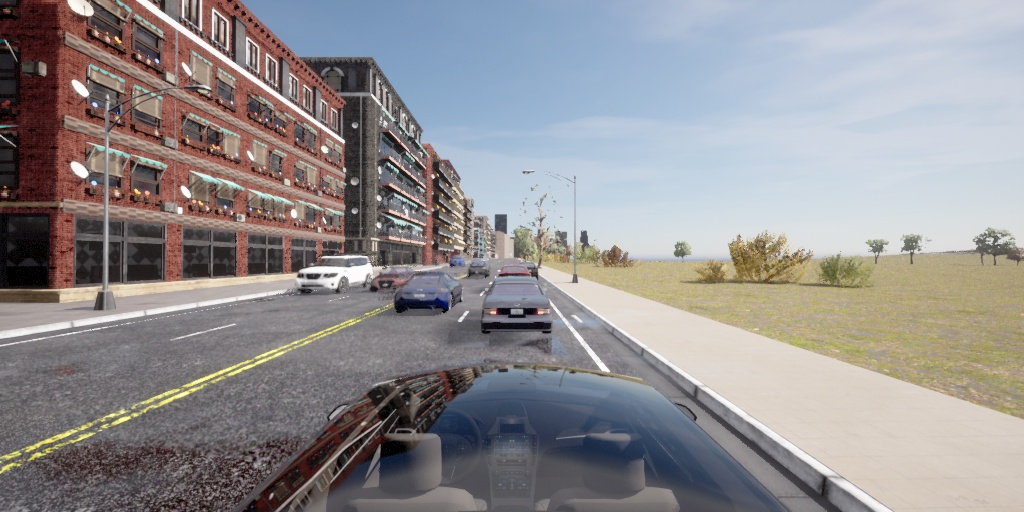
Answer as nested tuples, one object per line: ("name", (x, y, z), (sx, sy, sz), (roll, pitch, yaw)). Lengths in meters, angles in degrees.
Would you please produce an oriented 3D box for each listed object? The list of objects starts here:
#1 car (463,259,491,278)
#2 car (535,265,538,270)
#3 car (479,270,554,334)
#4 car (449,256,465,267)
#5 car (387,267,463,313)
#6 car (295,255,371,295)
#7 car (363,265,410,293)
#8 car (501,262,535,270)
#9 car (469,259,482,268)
("car", (-3.075, 1.247, 34.236), (2.128, 1.511, 4.902), (0, 0, 0))
("car", (1.204, 1.231, 30.584), (1.882, 1.535, 5.008), (0, 0, 0))
("car", (0.119, 1.299, 10.606), (2.033, 1.411, 5.357), (0, 0, 0))
("car", (-9.662, 0.971, 63.389), (2.150, 2.045, 5.566), (0, 0, 1))
("car", (-3.125, 1.315, 14.133), (1.994, 1.385, 4.181), (0, 0, 0))
("car", (-9.808, 0.974, 20.347), (2.150, 2.045, 5.566), (0, 0, 0))
("car", (-6.558, 1.317, 20.616), (1.994, 1.385, 4.181), (0, 0, 0))
("car", (0.147, 1.230, 21.146), (1.882, 1.535, 5.008), (0, 0, 0))
("car", (-6.417, 1.229, 63.493), (1.882, 1.535, 5.008), (0, 0, 1))
